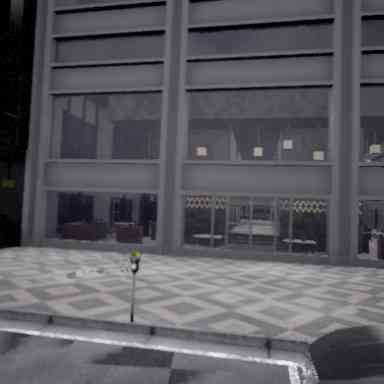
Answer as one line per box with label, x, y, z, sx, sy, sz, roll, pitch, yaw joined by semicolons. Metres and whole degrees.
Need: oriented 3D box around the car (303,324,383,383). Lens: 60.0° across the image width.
car;3.541;1.786;2.912;4.892;1.490;1.837;1;-3;11
